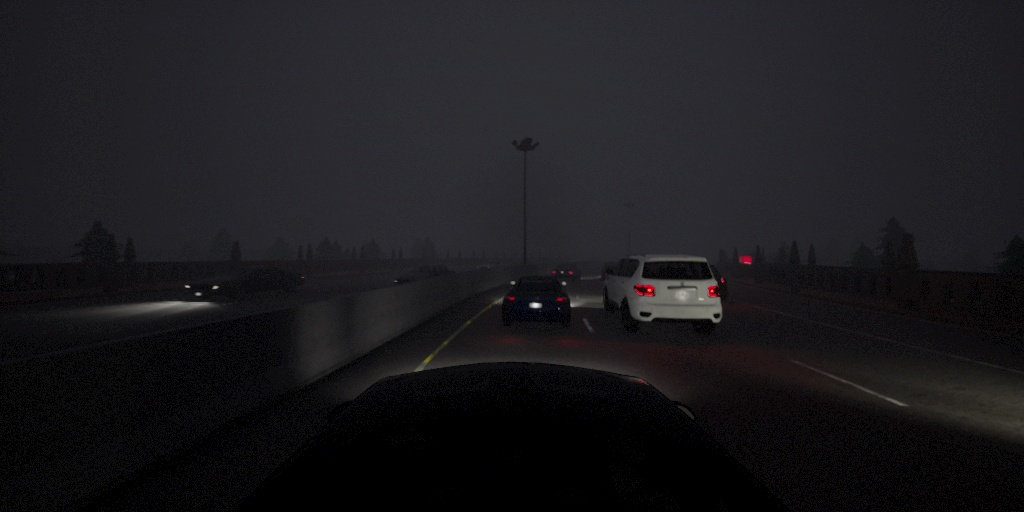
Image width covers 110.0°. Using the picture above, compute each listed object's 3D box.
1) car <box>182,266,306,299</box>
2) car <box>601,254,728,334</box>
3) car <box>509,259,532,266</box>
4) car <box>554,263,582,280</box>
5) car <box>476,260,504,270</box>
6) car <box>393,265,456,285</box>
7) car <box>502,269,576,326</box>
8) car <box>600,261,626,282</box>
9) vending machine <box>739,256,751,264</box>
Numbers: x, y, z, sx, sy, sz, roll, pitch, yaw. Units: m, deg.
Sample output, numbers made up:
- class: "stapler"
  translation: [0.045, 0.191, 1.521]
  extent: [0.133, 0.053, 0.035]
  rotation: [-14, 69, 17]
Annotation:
- class: "car"
  translation: [-12.725, 1.207, 17.628]
  extent: [2.033, 1.411, 5.357]
  rotation: [0, 0, 9]
- class: "car"
  translation: [4.215, 0.975, 10.950]
  extent: [2.150, 2.045, 5.566]
  rotation: [0, 0, 6]
- class: "car"
  translation: [1.295, 1.134, 56.263]
  extent: [1.882, 1.535, 5.008]
  rotation: [0, 0, 31]
- class: "car"
  translation: [4.508, 1.269, 29.210]
  extent: [2.033, 1.411, 5.357]
  rotation: [0, 0, 18]
- class: "car"
  translation: [-2.382, 1.192, 41.178]
  extent: [1.812, 1.442, 4.674]
  rotation: [0, 0, 22]
- class: "car"
  translation: [-4.937, 1.238, 21.318]
  extent: [2.033, 1.411, 5.357]
  rotation: [0, 0, 12]
- class: "car"
  translation: [0.840, 1.300, 11.677]
  extent: [1.994, 1.385, 4.181]
  rotation: [0, 0, 6]
- class: "car"
  translation: [8.591, 1.244, 30.236]
  extent: [1.837, 1.490, 4.892]
  rotation: [0, 0, 19]
- class: "vending machine"
  translation: [22.034, 0.993, 33.882]
  extent: [1.100, 2.100, 0.880]
  rotation: [0, 0, 25]
